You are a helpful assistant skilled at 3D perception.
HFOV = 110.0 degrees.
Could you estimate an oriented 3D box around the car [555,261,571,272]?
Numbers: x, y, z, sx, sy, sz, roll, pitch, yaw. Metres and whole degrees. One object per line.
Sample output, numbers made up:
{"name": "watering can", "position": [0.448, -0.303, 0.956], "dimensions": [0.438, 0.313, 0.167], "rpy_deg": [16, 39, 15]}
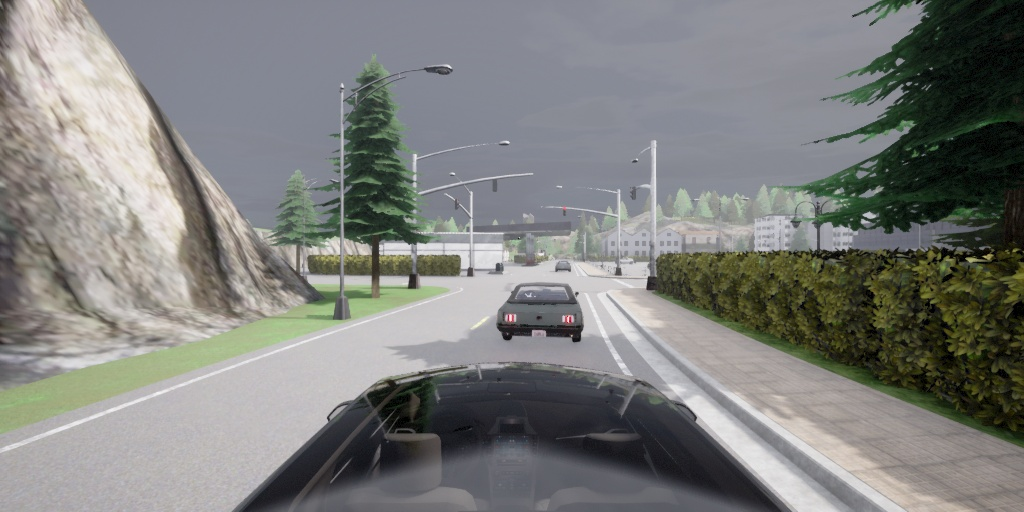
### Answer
{"name": "car", "position": [6.546, 1.314, 45.787], "dimensions": [1.994, 1.385, 4.181], "rpy_deg": [0, 0, 9]}

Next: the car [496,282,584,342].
{"name": "car", "position": [0.881, 1.351, 9.770], "dimensions": [1.895, 1.301, 4.718], "rpy_deg": [0, 0, 8]}
